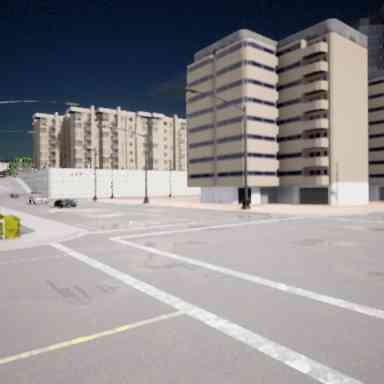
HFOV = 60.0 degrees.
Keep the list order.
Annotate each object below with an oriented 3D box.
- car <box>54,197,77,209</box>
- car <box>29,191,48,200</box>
[{"bbox_3d":[-16.212,1.390,42.420,1.994,1.385,4.181,-1,1,-36],"label":"car"},{"bbox_3d":[-25.715,0.769,55.482,2.150,2.045,5.566,-1,1,-36],"label":"car"}]
